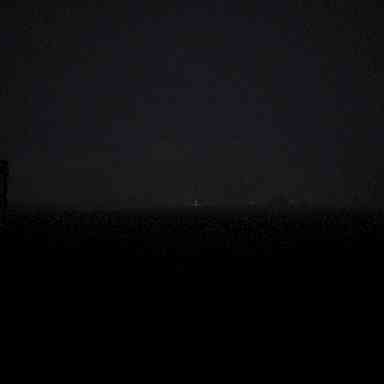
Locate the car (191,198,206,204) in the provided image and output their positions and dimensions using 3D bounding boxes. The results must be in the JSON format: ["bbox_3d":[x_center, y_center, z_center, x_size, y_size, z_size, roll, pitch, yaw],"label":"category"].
[{"bbox_3d":[1.732,2.308,86.626,1.837,1.490,4.892,1,0,36],"label":"car"}]
